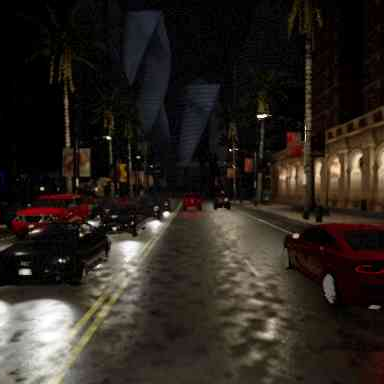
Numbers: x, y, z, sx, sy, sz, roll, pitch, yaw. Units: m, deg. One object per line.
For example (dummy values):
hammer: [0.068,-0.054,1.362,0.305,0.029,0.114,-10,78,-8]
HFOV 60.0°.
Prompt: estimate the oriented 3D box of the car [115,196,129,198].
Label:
car: [-7.042,1.353,38.133,1.882,1.535,5.008,0,0,0]

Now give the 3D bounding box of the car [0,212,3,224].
car: [-7.098,1.465,8.014,2.128,1.511,4.902,0,0,0]

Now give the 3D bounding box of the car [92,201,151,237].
car: [-3.585,1.446,17.866,1.837,1.490,4.892,0,0,0]

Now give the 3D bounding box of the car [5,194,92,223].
car: [-7.087,1.164,17.472,2.150,2.045,5.566,0,0,0]

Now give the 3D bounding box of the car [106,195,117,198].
car: [-10.123,1.216,42.270,2.185,1.767,4.553,0,0,-1]

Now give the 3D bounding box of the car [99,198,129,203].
car: [-7.027,1.457,27.776,2.033,1.411,5.357,0,0,1]

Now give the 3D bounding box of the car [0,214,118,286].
car: [-3.598,1.534,9.156,1.994,1.385,4.181,0,0,0]

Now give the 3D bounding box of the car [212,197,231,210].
car: [3.505,1.362,39.644,2.128,1.511,4.902,0,0,-1]

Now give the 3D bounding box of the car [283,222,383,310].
car: [3.599,1.451,7.865,1.882,1.535,5.008,0,0,0]

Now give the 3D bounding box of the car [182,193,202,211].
car: [0.009,1.093,39.276,2.150,2.045,5.566,0,0,-1]

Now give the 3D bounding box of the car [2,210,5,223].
car: [-10.192,1.447,20.339,2.161,1.482,4.786,0,0,-1]

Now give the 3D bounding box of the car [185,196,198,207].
car: [-0.105,1.343,49.882,1.837,1.490,4.892,0,1,-1]

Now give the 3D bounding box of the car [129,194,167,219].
car: [-3.527,1.261,27.726,2.097,1.767,4.553,0,0,1]

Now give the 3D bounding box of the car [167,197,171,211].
car: [-3.545,1.229,37.752,2.097,1.767,4.553,0,0,0]

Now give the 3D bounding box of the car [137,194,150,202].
car: [-10.431,1.247,71.644,2.231,1.521,4.892,0,0,-1]
